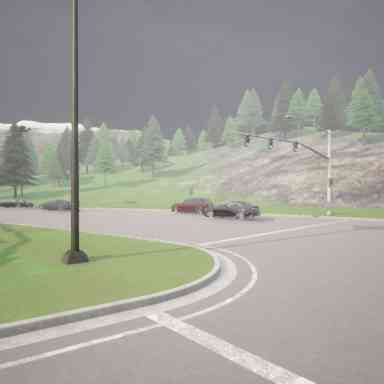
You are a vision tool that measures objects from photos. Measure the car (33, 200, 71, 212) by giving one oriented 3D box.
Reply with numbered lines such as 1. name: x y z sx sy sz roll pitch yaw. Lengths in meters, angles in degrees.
1. car: -15.807 1.564 38.707 4.181 1.385 1.994 0 0 20

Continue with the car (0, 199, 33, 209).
1. car: -23.758 1.601 44.395 4.718 1.301 1.895 0 0 10

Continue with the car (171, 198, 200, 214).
1. car: 0.072 1.352 33.974 4.553 1.767 2.097 0 0 36

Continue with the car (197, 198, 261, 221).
1. car: 3.239 1.490 27.419 4.902 1.511 2.128 0 0 38
